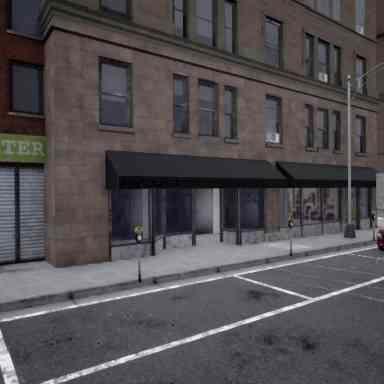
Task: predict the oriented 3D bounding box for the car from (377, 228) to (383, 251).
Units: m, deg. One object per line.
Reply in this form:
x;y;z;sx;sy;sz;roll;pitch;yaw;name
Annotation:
8.899;1.540;12.894;4.507;1.381;1.887;0;-1;-36;car
